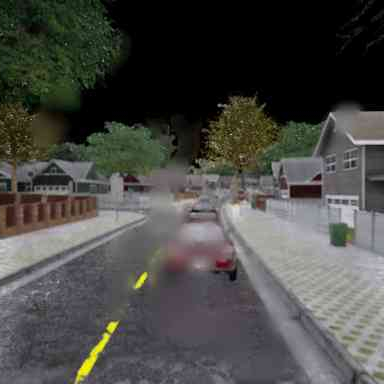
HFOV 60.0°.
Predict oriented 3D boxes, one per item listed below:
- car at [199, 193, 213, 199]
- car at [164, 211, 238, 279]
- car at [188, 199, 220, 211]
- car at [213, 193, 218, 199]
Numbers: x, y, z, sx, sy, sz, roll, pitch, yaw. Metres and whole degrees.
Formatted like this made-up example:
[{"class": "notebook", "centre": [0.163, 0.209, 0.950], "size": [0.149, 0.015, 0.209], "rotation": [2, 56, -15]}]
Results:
[{"class": "car", "centre": [2.506, 1.152, 65.093], "size": [1.837, 1.490, 4.892], "rotation": [0, 1, 9]}, {"class": "car", "centre": [0.281, 1.502, 9.821], "size": [1.812, 1.442, 4.674], "rotation": [0, -1, 2]}, {"class": "car", "centre": [0.751, 1.436, 21.359], "size": [2.128, 1.511, 4.902], "rotation": [0, 0, 3]}, {"class": "car", "centre": [5.320, 0.894, 80.799], "size": [2.033, 1.411, 5.357], "rotation": [0, 1, 11]}]
